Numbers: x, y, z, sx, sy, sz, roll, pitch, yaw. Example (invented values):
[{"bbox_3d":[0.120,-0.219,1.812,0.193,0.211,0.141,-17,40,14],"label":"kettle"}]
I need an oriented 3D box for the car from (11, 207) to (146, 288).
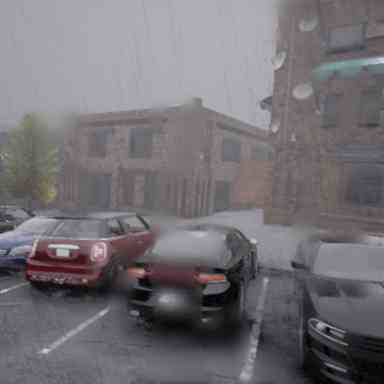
[{"bbox_3d":[-2.089,1.295,8.894,2.185,1.767,4.553,0,-1,15],"label":"car"}]

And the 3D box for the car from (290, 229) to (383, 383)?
[{"bbox_3d":[2.709,1.464,5.527,2.097,1.535,5.008,1,0,16],"label":"car"}]

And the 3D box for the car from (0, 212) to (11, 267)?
[{"bbox_3d":[-4.463,1.449,10.618,2.002,1.452,4.674,1,-1,15],"label":"car"}]

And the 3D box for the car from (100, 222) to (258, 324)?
[{"bbox_3d":[0.313,1.438,7.216,2.097,1.535,5.008,0,-1,15],"label":"car"}]

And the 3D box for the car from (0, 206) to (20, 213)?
[{"bbox_3d":[-6.876,1.277,12.285,2.185,1.767,4.553,0,-1,15],"label":"car"}]
